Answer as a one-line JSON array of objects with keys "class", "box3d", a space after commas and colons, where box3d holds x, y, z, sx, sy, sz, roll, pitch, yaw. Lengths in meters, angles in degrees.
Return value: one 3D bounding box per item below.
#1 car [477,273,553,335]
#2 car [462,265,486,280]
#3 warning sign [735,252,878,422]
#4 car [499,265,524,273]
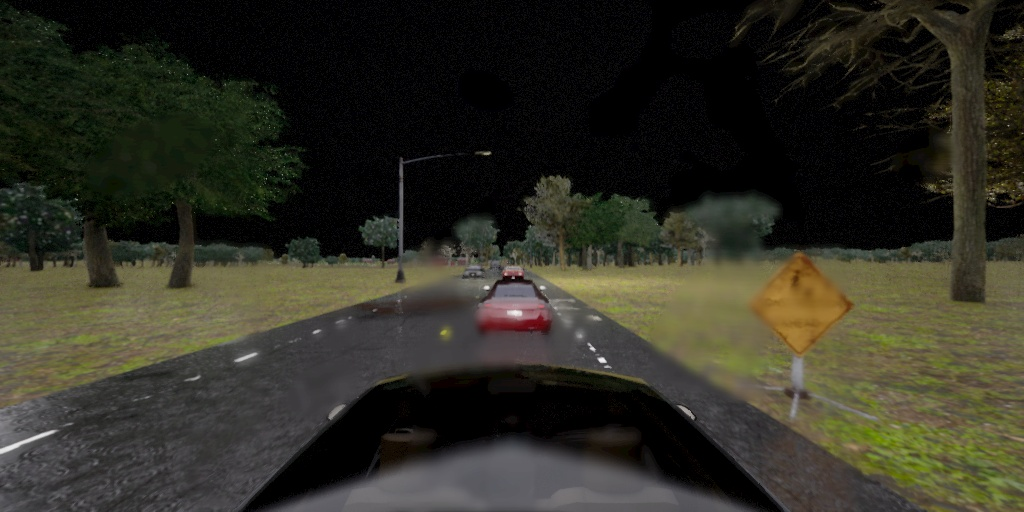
[{"class": "car", "box3d": [0.083, 1.373, 10.705, 1.994, 1.385, 4.181, 0, 0, 0]}, {"class": "car", "box3d": [-3.596, 1.582, 34.908, 1.994, 1.385, 4.181, 0, -1, 0]}, {"class": "warning sign", "box3d": [3.550, 0.883, 4.455, 1.300, 1.860, 1.060, 0, 0, 0]}, {"class": "car", "box3d": [0.099, 1.595, 32.805, 1.895, 1.301, 4.718, 0, -1, 0]}]
